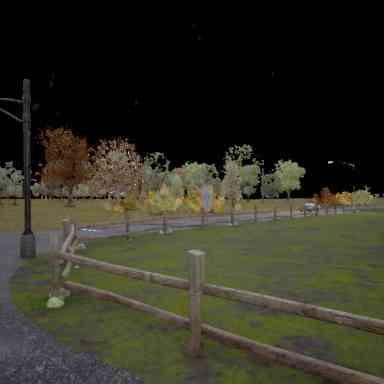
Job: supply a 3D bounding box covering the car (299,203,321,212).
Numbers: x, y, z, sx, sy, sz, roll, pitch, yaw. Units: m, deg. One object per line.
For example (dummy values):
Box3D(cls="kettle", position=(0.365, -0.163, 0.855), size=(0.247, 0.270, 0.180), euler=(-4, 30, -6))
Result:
Box3D(cls="car", position=(18.875, 2.448, 52.974), size=(2.033, 1.411, 5.357), euler=(-1, -2, 40))
